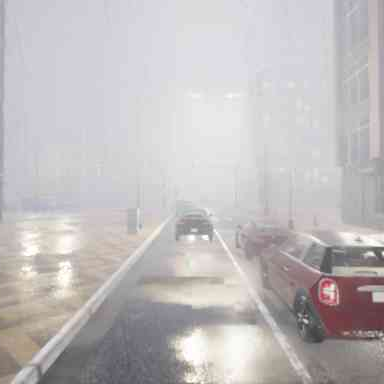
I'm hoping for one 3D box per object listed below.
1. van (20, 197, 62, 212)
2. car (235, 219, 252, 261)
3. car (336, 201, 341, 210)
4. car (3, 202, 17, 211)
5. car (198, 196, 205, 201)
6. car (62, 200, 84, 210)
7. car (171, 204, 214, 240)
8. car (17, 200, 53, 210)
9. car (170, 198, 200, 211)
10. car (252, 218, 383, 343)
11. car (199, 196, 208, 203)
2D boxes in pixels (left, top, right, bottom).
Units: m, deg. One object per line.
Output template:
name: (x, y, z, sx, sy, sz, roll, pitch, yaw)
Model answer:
van: (-17.825, 1.477, 38.988, 3.998, 1.788, 1.690, 0, -1, 14)
car: (2.578, 1.599, 12.011, 1.802, 1.307, 4.206, 1, 0, 0)
car: (19.552, 1.279, 38.843, 5.009, 1.841, 2.192, -1, -1, 11)
car: (-23.242, 1.762, 40.173, 4.206, 1.307, 1.802, 0, -1, 14)
car: (2.586, 1.746, 89.276, 1.752, 1.417, 4.829, 1, 0, 0)
car: (-17.448, 1.838, 47.154, 4.403, 1.369, 2.008, 0, -1, 14)
car: (0.103, 1.552, 17.140, 1.812, 1.442, 4.674, 0, 0, 0)
car: (-22.865, 1.879, 48.503, 4.507, 1.381, 1.887, -1, -1, 14)
car: (-1.039, 1.539, 34.916, 2.033, 1.411, 5.357, 0, -1, -13)
car: (2.580, 1.449, 6.444, 1.967, 1.590, 4.097, 1, 0, 0)
car: (2.584, 1.729, 72.416, 1.947, 1.339, 4.313, 1, 0, 0)
